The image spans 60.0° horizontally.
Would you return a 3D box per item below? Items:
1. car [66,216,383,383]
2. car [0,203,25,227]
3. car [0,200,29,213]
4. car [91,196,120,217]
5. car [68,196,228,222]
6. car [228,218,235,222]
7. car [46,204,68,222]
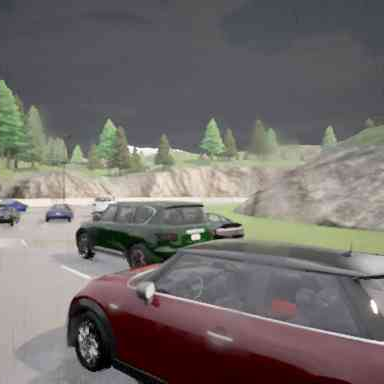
[{"bbox_3d":[0.436,1.385,4.129,4.553,1.767,2.097,0,-1,38],"label":"car"},{"bbox_3d":[-13.373,1.695,23.536,1.895,1.301,4.718,0,0,-21],"label":"car"},{"bbox_3d":[-19.647,1.626,36.365,1.882,1.535,5.008,0,0,-4],"label":"car"},{"bbox_3d":[-8.958,1.413,34.794,2.150,2.045,5.566,0,0,-7],"label":"car"},{"bbox_3d":[-1.727,1.288,10.774,2.150,2.045,5.566,0,0,-43],"label":"car"},{"bbox_3d":[0.026,1.590,14.154,2.128,1.511,4.902,0,0,-41],"label":"car"},{"bbox_3d":[-11.061,1.700,28.036,1.994,1.385,4.181,0,0,-16],"label":"car"}]
